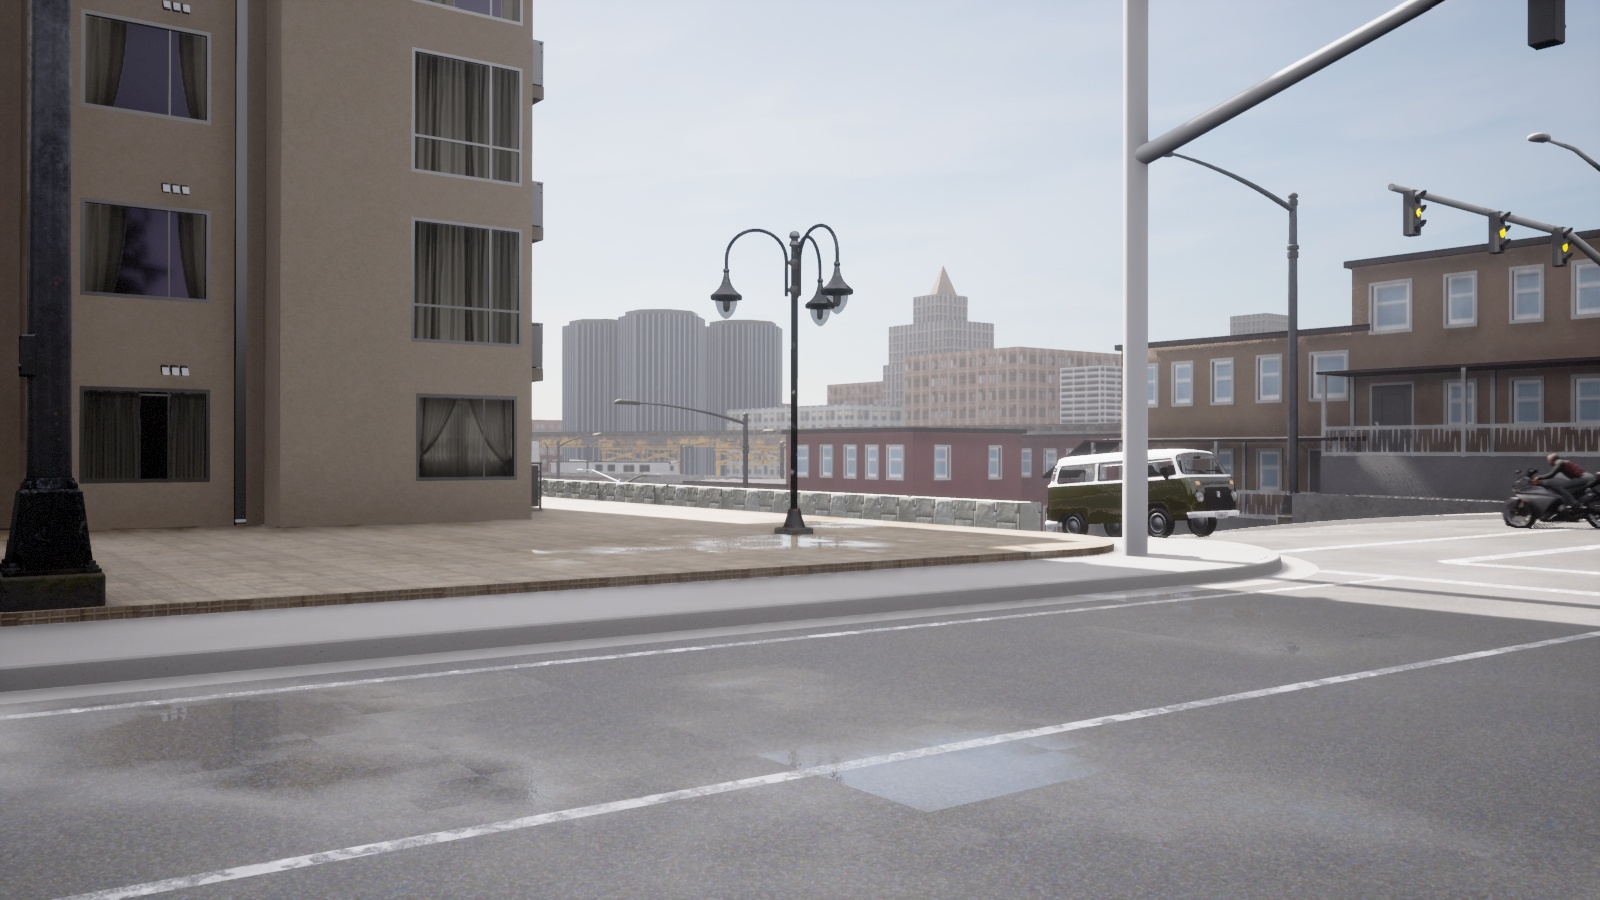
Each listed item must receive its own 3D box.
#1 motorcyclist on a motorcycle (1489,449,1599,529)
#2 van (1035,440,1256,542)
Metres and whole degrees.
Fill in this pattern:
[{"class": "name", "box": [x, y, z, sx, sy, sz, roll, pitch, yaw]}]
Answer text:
[{"class": "motorcyclist on a motorcycle", "box": [15.014, 0.787, 24.862, 0.866, 1.530, 2.191, 0, -3, -36]}, {"class": "van", "box": [7.825, 0.996, 28.884, 2.069, 2.038, 4.480, 0, -5, -36]}]
